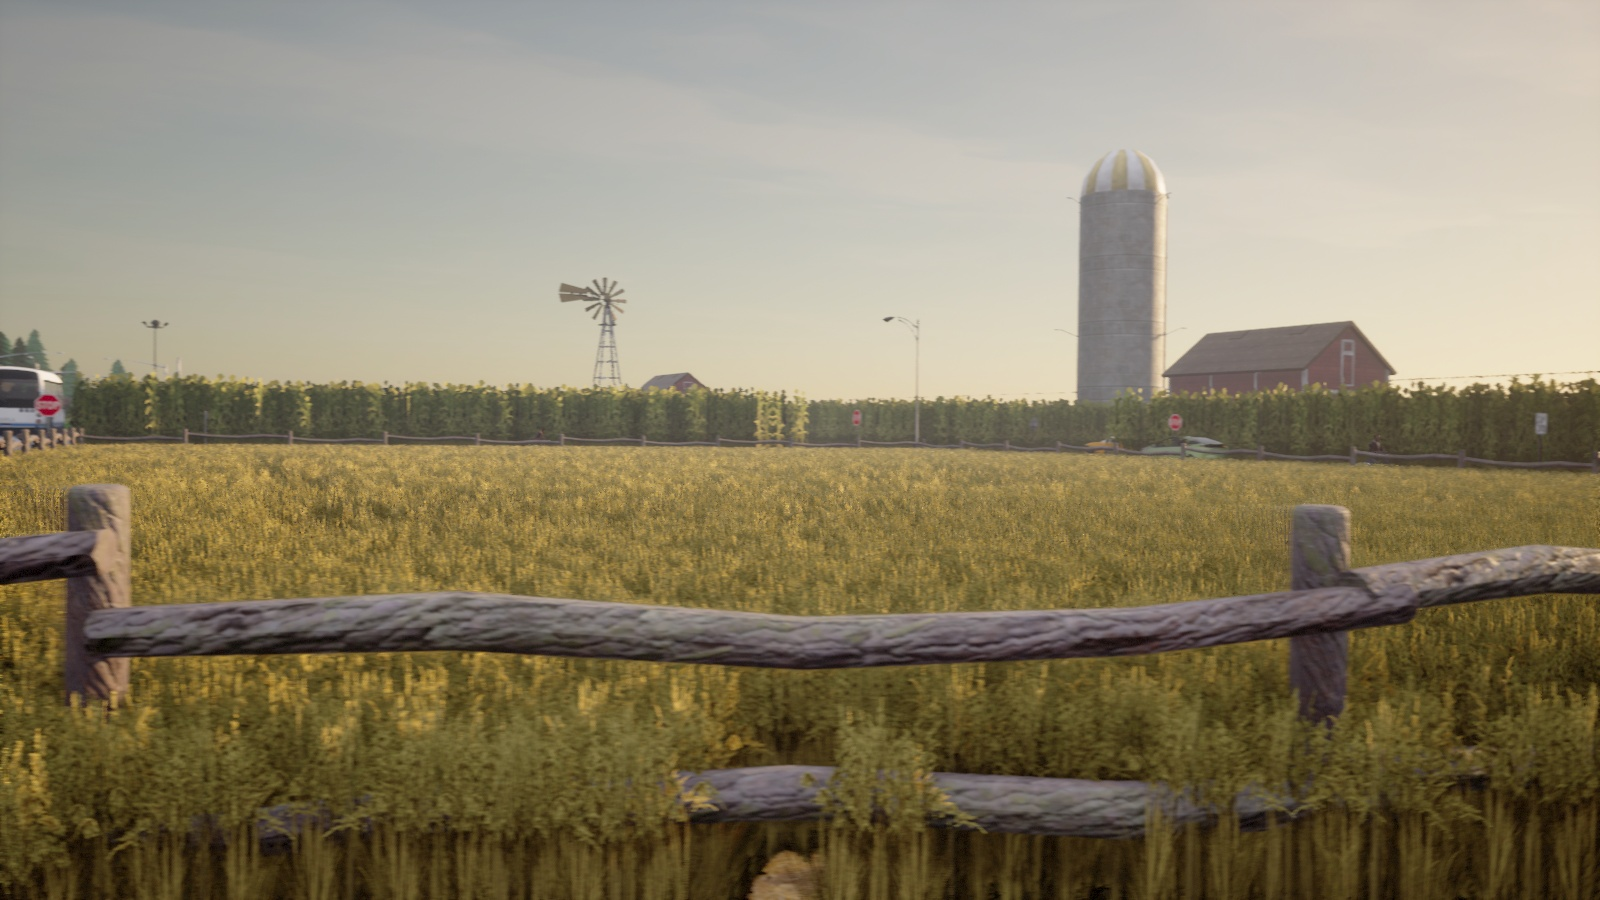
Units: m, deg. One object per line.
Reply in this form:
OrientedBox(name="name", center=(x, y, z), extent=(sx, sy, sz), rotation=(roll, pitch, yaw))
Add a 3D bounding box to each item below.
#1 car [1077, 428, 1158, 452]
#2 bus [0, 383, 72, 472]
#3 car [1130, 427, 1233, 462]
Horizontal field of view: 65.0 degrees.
OrientedBox(name="car", center=(20.541, -0.645, 81.128), extent=(5.008, 1.535, 1.882), rotation=(0, 1, -26))
OrientedBox(name="bus", center=(-40.347, -1.154, 64.797), extent=(3.944, 4.253, 10.273), rotation=(-1, 1, -26))
OrientedBox(name="car", center=(17.530, -0.288, 57.908), extent=(2.007, 1.525, 4.514), rotation=(-1, 1, -25))
